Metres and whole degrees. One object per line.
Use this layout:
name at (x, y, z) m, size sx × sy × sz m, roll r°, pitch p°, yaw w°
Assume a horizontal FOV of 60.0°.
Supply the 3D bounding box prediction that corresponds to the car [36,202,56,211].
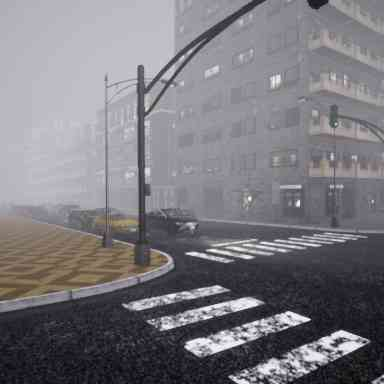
car at (-26.440, 2.519, 60.116) m, size 2.128 × 1.511 × 4.902 m, roll -1°, pitch -1°, yaw -37°

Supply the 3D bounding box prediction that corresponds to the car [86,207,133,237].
car at (-4.760, 1.865, 20.780) m, size 1.752 × 1.417 × 4.829 m, roll -2°, pitch 0°, yaw -36°

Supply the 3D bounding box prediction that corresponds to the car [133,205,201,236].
car at (-1.429, 1.774, 20.636) m, size 2.128 × 1.511 × 4.902 m, roll -1°, pitch -1°, yaw -36°

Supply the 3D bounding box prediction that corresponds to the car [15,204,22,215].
car at (-21.590, 2.392, 43.702) m, size 1.802 × 1.307 × 4.206 m, roll -2°, pitch 0°, yaw -36°

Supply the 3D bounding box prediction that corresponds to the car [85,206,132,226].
car at (-7.284, 1.994, 28.610) m, size 2.033 × 1.411 × 5.357 m, roll -1°, pitch -1°, yaw -37°

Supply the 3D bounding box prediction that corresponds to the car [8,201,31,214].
car at (-24.937, 2.449, 48.259) m, size 1.887 × 1.381 × 4.507 m, roll -2°, pitch 0°, yaw -36°

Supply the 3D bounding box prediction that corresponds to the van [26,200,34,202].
van at (-41.615, 2.831, 85.121) m, size 1.690 × 1.788 × 3.998 m, roll -2°, pitch 0°, yaw -36°

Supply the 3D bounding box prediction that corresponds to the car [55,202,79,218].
car at (-13.238, 2.118, 36.741) m, size 1.837 × 1.490 × 4.892 m, roll -1°, pitch -1°, yaw -36°

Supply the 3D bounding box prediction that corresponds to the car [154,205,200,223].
car at (-1.452, 1.915, 30.434) m, size 2.008 × 1.369 × 4.403 m, roll -2°, pitch 0°, yaw -36°

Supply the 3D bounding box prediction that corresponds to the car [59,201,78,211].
car at (-21.534, 2.366, 57.778) m, size 1.967 × 1.590 × 4.097 m, roll -2°, pitch 0°, yaw -36°

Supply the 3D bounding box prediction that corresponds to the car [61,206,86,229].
car at (-8.205, 2.002, 25.473) m, size 1.947 × 1.339 × 4.313 m, roll -2°, pitch 0°, yaw -36°

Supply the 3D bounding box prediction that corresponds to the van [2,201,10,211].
van at (-31.636, 2.433, 57.374) m, size 1.690 × 1.788 × 3.998 m, roll -2°, pitch 0°, yaw -36°

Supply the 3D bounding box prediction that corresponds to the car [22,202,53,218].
car at (-18.245, 2.262, 39.145) m, size 1.887 × 1.381 × 4.507 m, roll -2°, pitch 0°, yaw -36°

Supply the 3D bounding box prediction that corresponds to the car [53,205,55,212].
car at (-20.507, 2.425, 52.029) m, size 1.994 × 1.385 × 4.181 m, roll -1°, pitch -1°, yaw -36°
